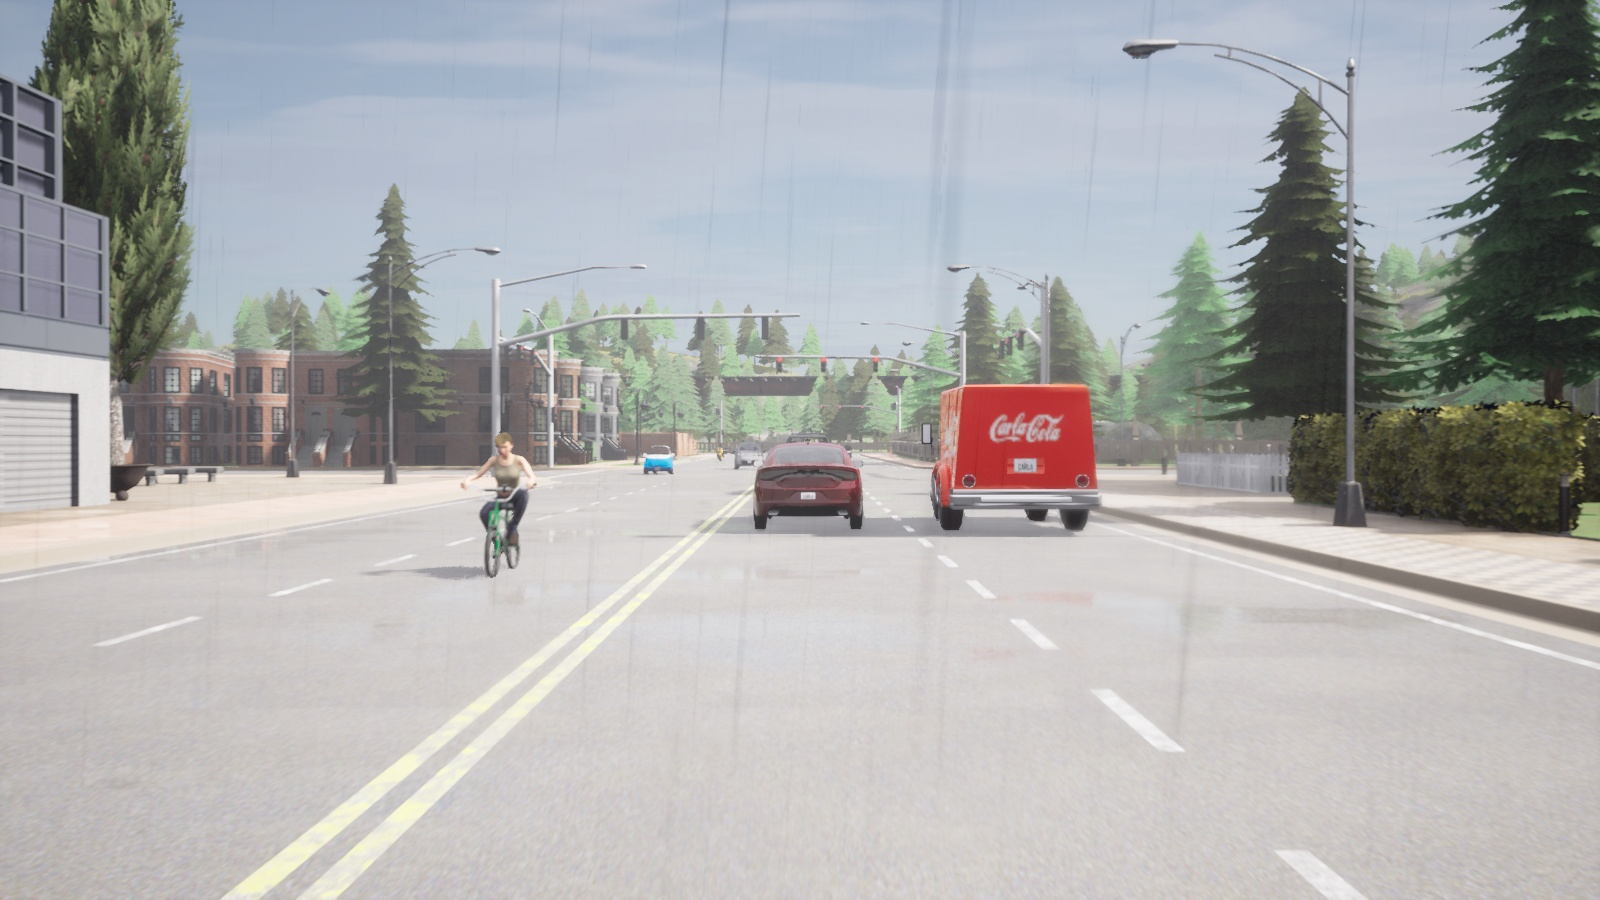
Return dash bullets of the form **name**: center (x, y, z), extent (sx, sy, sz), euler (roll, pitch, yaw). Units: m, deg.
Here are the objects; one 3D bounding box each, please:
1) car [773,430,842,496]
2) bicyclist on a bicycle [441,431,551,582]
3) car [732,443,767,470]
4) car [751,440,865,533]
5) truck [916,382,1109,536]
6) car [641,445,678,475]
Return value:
- **car**: center (0.230, 0.351, 37.756), extent (1.932, 1.855, 4.605), euler (0, 0, 0)
- **bicyclist on a bicycle**: center (-3.398, 0.600, 14.196), extent (0.866, 1.612, 1.509), euler (0, 0, 1)
- **car**: center (-2.891, 0.358, 70.976), extent (1.845, 1.501, 3.633), euler (0, 0, -4)
- **car**: center (0.148, 0.593, 23.275), extent (1.882, 1.535, 5.008), euler (0, 0, 0)
- **truck**: center (3.646, 0.135, 22.729), extent (2.627, 2.467, 5.204), euler (0, 0, 0)
- **car**: center (-6.645, 0.461, 59.451), extent (1.481, 1.376, 2.207), euler (0, 0, 0)
